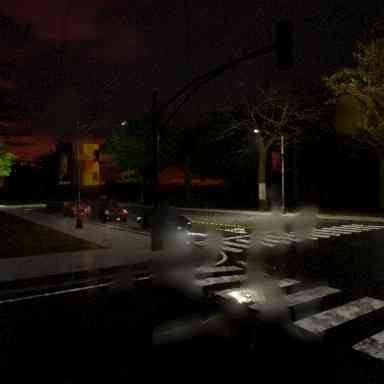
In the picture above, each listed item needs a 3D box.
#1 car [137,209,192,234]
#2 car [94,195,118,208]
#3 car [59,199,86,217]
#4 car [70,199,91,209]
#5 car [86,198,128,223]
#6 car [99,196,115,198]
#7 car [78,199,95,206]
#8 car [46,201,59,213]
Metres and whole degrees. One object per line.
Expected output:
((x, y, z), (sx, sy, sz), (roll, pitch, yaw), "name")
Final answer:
((-2.002, 1.819, 22.046), (2.033, 1.411, 5.357), (-1, 0, -29), "car")
((-15.054, 1.653, 57.916), (2.150, 2.045, 5.566), (-1, 0, -35), "car")
((-13.110, 1.812, 37.817), (2.097, 1.767, 4.553), (-1, 0, -35), "car")
((-19.674, 2.079, 58.683), (2.033, 1.411, 5.357), (-1, 0, -35), "car")
((-7.500, 1.717, 29.798), (2.097, 1.767, 4.553), (-1, 0, -35), "car")
((-13.811, 1.782, 50.373), (2.097, 1.767, 4.553), (-1, 0, -35), "car")
((-21.172, 2.100, 66.661), (1.994, 1.385, 4.181), (-1, 0, -35), "car")
((-18.867, 2.035, 46.121), (1.882, 1.535, 5.008), (-1, 0, -35), "car")
